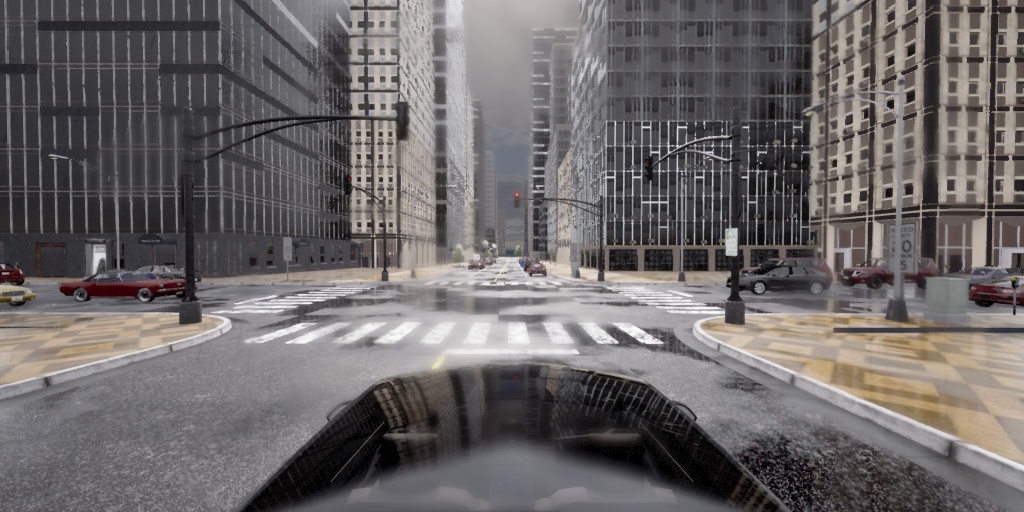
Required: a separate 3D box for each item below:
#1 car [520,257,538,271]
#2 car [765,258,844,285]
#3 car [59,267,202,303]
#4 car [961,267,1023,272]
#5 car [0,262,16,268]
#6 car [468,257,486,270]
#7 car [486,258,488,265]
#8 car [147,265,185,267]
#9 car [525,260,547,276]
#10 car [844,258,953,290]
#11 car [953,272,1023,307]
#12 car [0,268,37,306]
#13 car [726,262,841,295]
[{"bbox_3d":[2.582,1.046,47.050,2.192,1.841,5.009,0,0,0],"label":"car"},{"bbox_3d":[16.574,1.024,21.858,5.009,1.841,2.192,0,0,0],"label":"car"},{"bbox_3d":[-17.178,1.344,16.247,4.718,1.301,1.895,0,1,3],"label":"car"},{"bbox_3d":[25.658,1.308,19.267,5.357,1.411,2.033,0,1,0],"label":"car"},{"bbox_3d":[-32.552,1.077,21.705,4.097,1.591,1.967,0,0,0],"label":"car"},{"bbox_3d":[-5.283,1.168,52.554,1.967,1.591,4.097,0,0,0],"label":"car"},{"bbox_3d":[-5.280,1.307,58.079,1.802,1.307,4.207,0,0,0],"label":"car"},{"bbox_3d":[-21.437,1.204,21.795,4.403,1.370,2.007,0,0,0],"label":"car"},{"bbox_3d":[2.554,1.319,36.000,1.802,1.307,4.207,0,0,0],"label":"car"},{"bbox_3d":[22.905,1.032,21.868,5.009,1.841,2.192,0,0,0],"label":"car"},{"bbox_3d":[20.188,1.417,13.725,4.207,1.307,1.802,0,0,0],"label":"car"},{"bbox_3d":[-21.253,1.301,13.657,4.829,1.417,1.751,0,0,0],"label":"car"},{"bbox_3d":[14.184,1.250,19.235,4.892,1.490,1.837,0,1,1],"label":"car"}]
